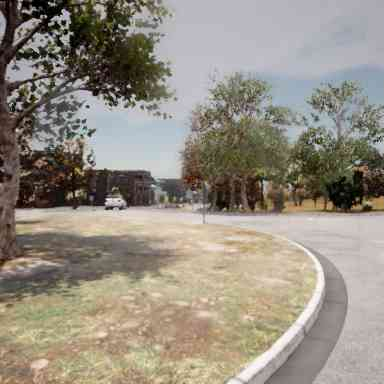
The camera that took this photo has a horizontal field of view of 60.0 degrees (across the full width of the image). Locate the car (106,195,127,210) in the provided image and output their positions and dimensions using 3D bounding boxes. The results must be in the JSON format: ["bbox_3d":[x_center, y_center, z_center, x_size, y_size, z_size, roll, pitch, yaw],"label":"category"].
[{"bbox_3d":[-10.395,1.512,45.896,2.150,2.045,5.566,0,-4,-2],"label":"car"}]
